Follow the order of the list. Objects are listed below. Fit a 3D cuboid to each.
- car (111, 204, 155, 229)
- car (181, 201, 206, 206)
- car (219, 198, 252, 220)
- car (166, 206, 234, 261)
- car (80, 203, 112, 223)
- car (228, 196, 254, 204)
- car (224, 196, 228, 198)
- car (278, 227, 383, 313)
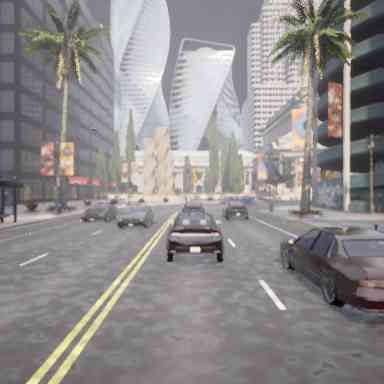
[{"bbox_3d":[-3.594,1.545,22.154,2.033,1.411,5.357,0,0,0],"label":"car"},{"bbox_3d":[0.121,1.502,28.374,1.837,1.490,4.892,0,0,0],"label":"car"},{"bbox_3d":[3.619,1.502,28.367,1.837,1.490,4.892,0,0,0],"label":"car"},{"bbox_3d":[0.097,1.491,12.261,2.128,1.511,4.902,0,0,0],"label":"car"},{"bbox_3d":[-7.065,1.544,26.174,2.033,1.411,5.357,0,0,0],"label":"car"},{"bbox_3d":[9.563,1.472,61.767,5.008,1.535,1.882,0,0,-43],"label":"car"},{"bbox_3d":[7.357,1.492,64.571,4.902,1.511,2.128,0,0,-43],"label":"car"},{"bbox_3d":[3.597,1.547,7.929,2.033,1.411,5.357,0,0,0],"label":"car"}]
